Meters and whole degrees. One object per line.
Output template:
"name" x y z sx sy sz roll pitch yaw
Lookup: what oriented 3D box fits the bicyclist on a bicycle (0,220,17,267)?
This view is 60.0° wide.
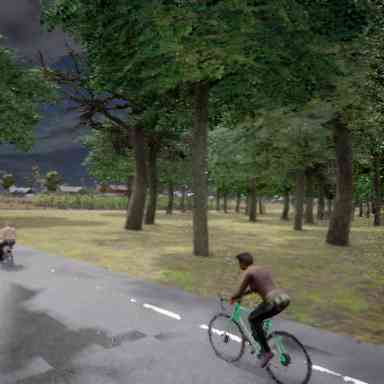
"bicyclist on a bicycle" -6.712 1.827 12.014 0.866 1.612 1.509 3 -3 -45

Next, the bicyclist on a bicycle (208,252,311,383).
"bicyclist on a bicycle" 0.842 1.671 4.552 1.656 1.620 0.582 -2 -4 45
